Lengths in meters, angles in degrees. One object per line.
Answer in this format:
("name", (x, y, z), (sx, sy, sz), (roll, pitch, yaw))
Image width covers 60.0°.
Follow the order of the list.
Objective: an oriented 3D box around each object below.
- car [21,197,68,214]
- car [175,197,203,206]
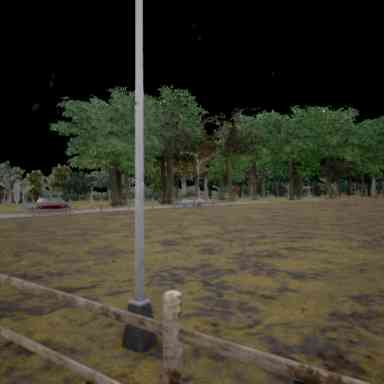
("car", (-15.867, 1.393, 35.854), (2.097, 1.767, 4.553), (-2, -1, 37))
("car", (-0.543, 1.470, 52.710), (4.718, 1.301, 1.895), (-1, -1, -40))
